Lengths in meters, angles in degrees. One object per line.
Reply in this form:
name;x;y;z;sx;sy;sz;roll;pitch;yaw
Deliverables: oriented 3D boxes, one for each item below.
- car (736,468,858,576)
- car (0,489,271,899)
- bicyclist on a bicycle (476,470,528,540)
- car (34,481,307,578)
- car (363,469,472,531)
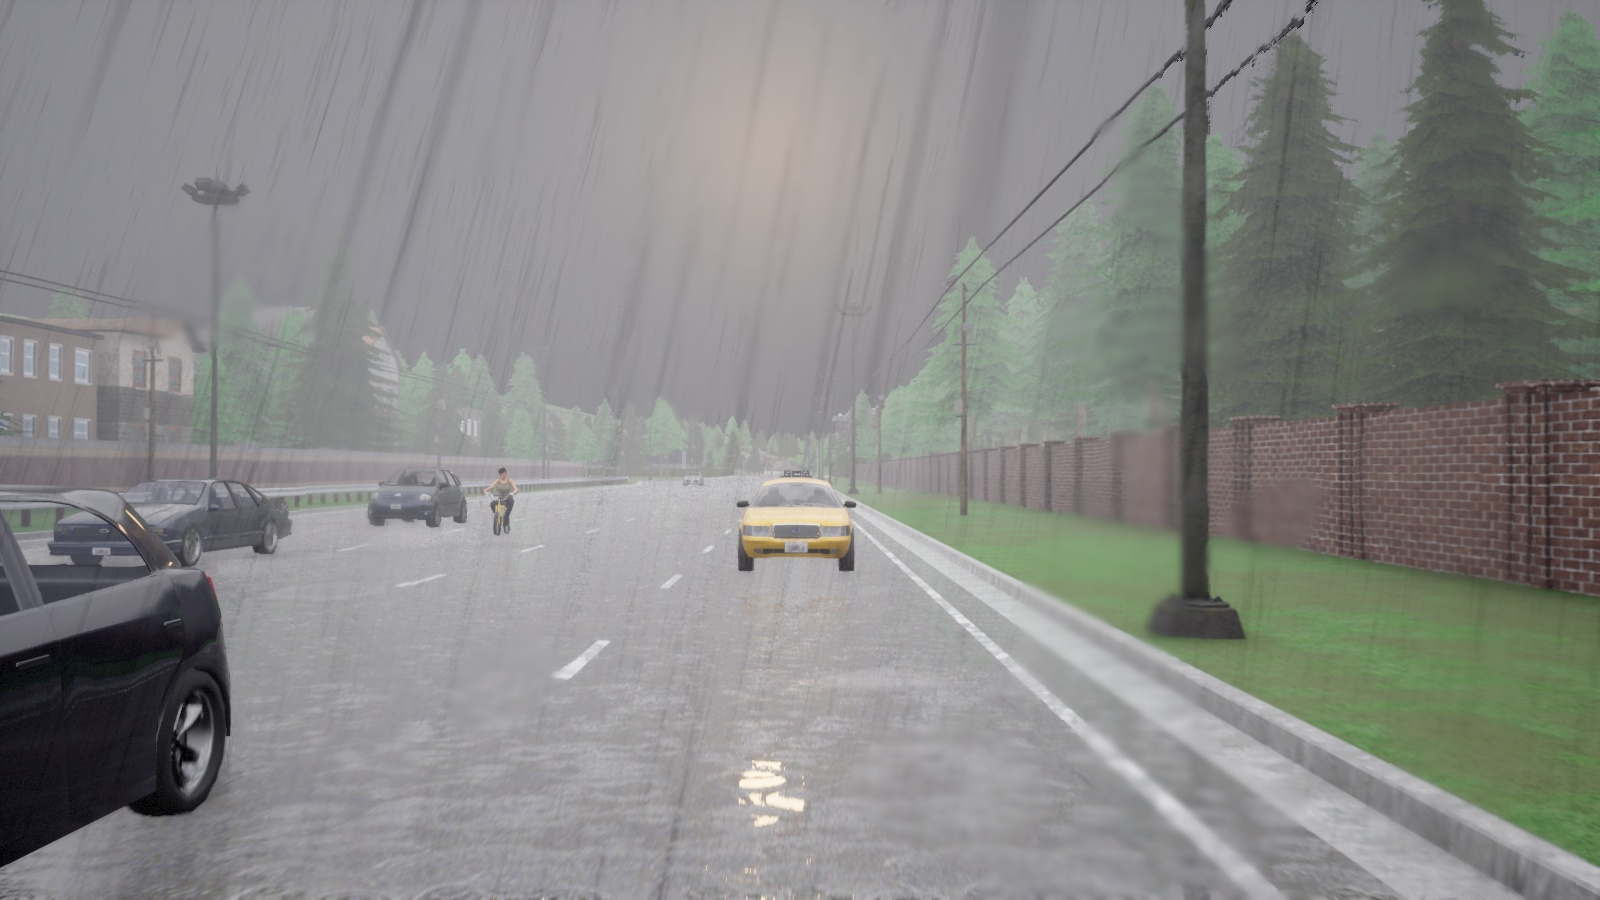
car;-0.051;1.109;21.195;1.801;1.575;5.366;0;-1;0
car;-3.511;0.915;4.324;1.845;1.501;3.633;0;-1;0
bicyclist on a bicycle;-7.072;1.279;29.850;0.866;1.612;1.509;0;-1;0
car;-10.552;1.267;21.635;2.033;1.411;5.357;0;-1;0
car;-10.585;1.342;35.055;1.851;1.617;3.988;0;-1;0
